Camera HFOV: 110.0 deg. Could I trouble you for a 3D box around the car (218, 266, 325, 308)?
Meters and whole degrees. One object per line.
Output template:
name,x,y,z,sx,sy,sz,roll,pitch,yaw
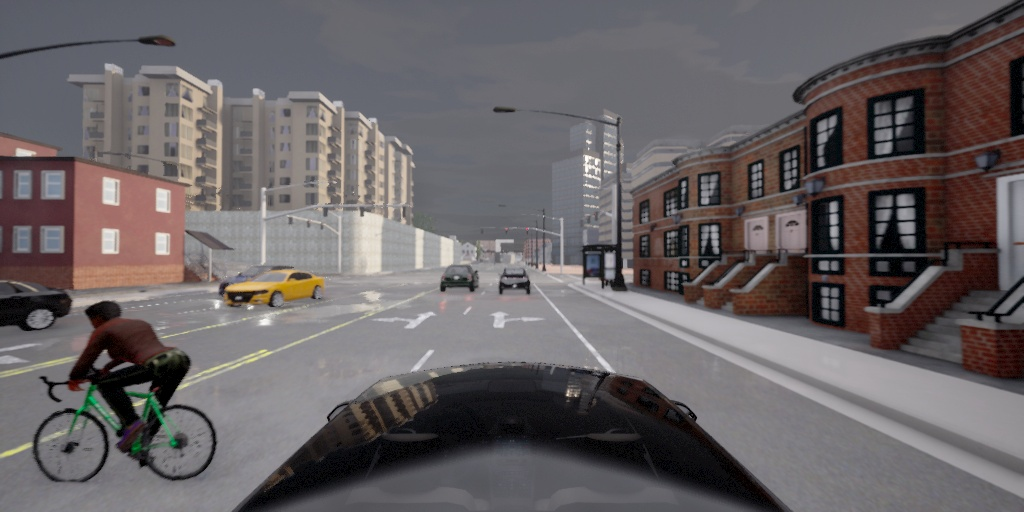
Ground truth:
car,-10.555,1.391,16.364,1.882,1.535,5.008,0,-1,0

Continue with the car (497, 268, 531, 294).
car,0.139,1.471,21.982,2.128,1.511,4.902,0,-1,0

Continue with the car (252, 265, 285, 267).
car,-13.968,1.309,20.249,2.097,1.767,4.553,0,-1,0

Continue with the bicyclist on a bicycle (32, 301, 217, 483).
bicyclist on a bicycle,-3.465,1.221,3.200,1.656,1.620,0.582,-2,-1,0

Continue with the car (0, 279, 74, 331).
car,-14.084,1.328,8.634,1.837,1.490,4.892,0,0,0

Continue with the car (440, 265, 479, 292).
car,-3.376,1.352,23.883,2.097,1.767,4.553,0,-1,0
